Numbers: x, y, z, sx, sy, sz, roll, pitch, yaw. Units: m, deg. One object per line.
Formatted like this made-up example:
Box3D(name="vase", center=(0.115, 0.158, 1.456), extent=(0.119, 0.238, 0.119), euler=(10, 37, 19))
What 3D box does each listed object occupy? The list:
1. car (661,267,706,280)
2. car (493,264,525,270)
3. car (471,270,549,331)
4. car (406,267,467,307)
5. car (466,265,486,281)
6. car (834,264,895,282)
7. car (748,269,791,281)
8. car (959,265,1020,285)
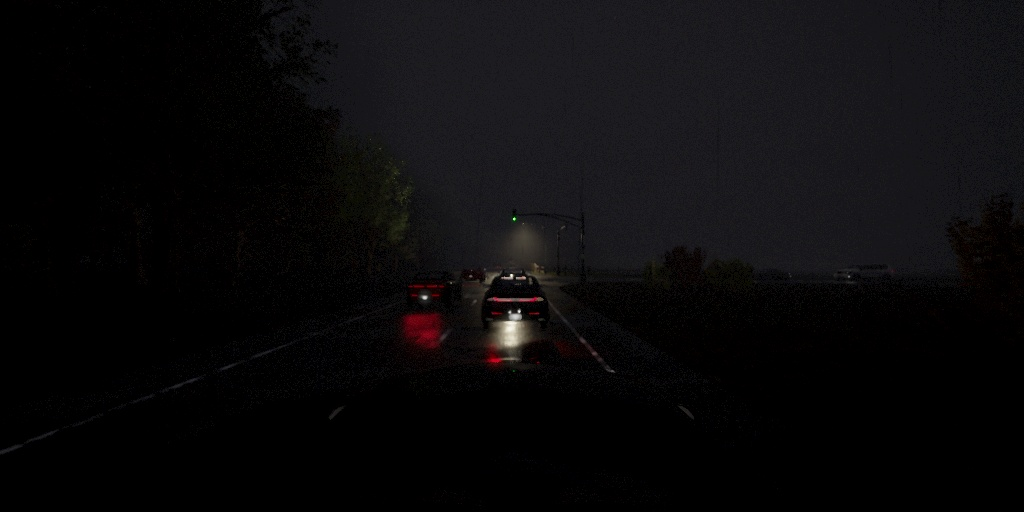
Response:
Box3D(name="car", center=(19.364, 2.009, 40.971), extent=(5.357, 1.411, 2.033), euler=(1, -2, 0))
Box3D(name="car", center=(0.124, 1.481, 22.565), extent=(2.128, 1.511, 4.902), euler=(0, -1, 1))
Box3D(name="car", center=(0.089, 1.355, 11.537), extent=(2.128, 1.511, 4.902), euler=(0, -1, 0))
Box3D(name="car", center=(-3.417, 1.423, 16.467), extent=(1.837, 1.490, 4.892), euler=(0, -1, 0))
Box3D(name="car", center=(-3.439, 1.581, 32.433), extent=(1.882, 1.535, 5.008), euler=(0, -1, 0))
Box3D(name="car", center=(40.099, 1.906, 40.904), extent=(5.566, 2.045, 2.150), euler=(0, -2, 0))
Box3D(name="car", center=(29.311, 2.134, 40.933), extent=(4.181, 1.385, 1.994), euler=(1, -2, 1))
Box3D(name="car", center=(50.233, 1.917, 37.264), extent=(5.566, 2.045, 2.150), euler=(1, -2, 1))
